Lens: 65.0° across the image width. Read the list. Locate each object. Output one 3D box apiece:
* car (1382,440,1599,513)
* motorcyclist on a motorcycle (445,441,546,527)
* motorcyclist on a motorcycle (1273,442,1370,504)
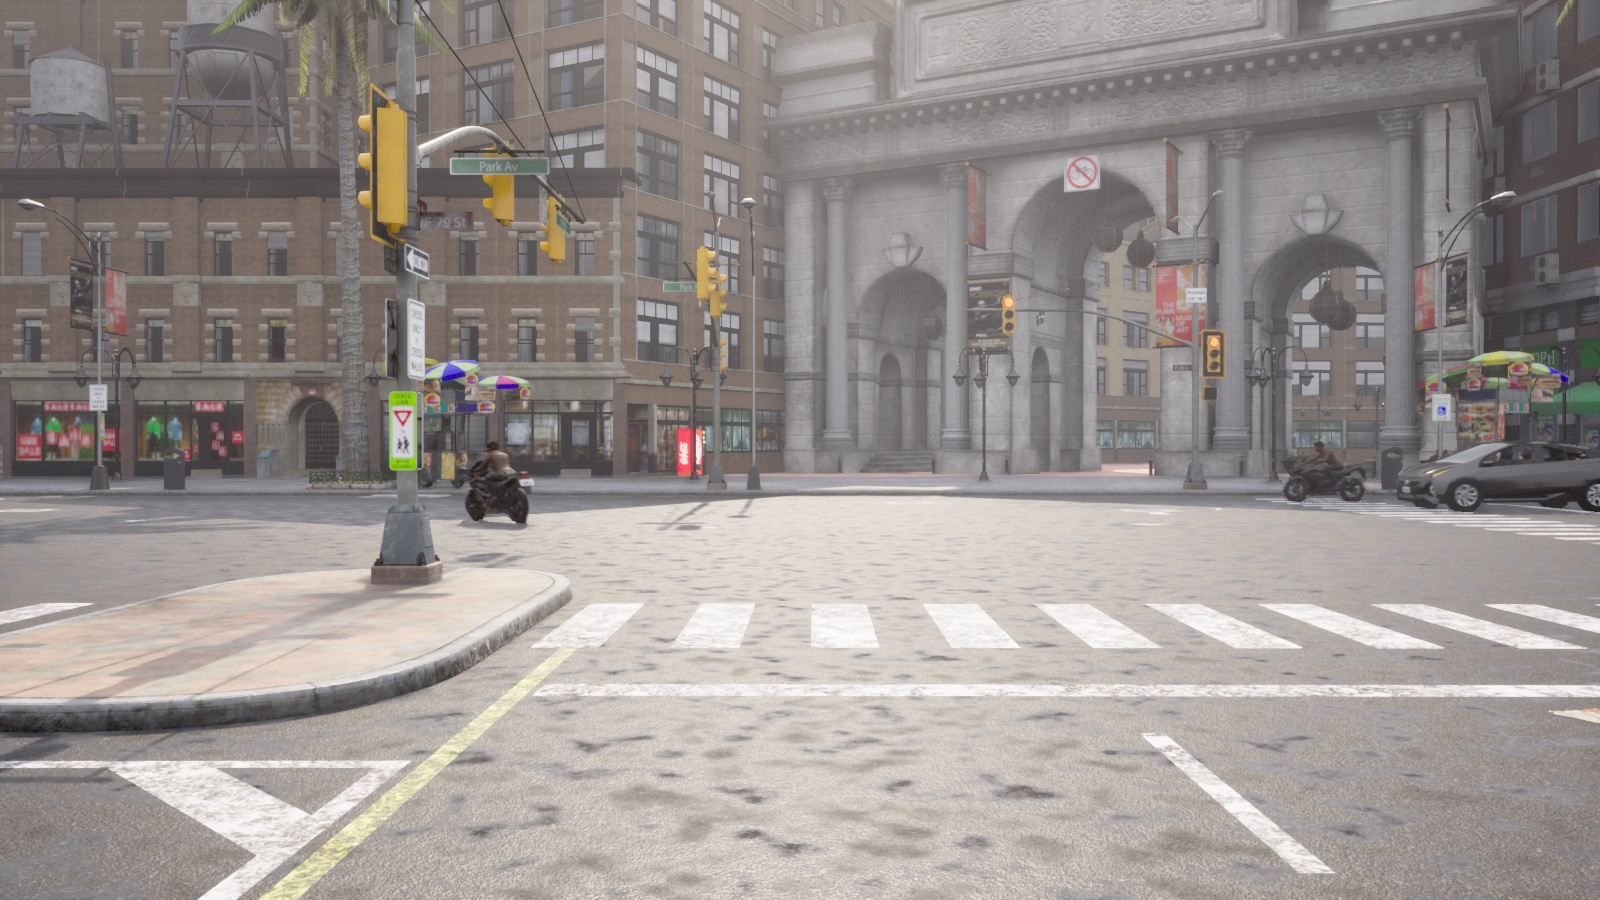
[{"bbox_3d":[15.463,0.550,27.507,4.514,1.525,2.007,0,0,1],"label":"car"},{"bbox_3d":[-5.679,0.592,23.356,2.044,1.523,0.797,0,1,43],"label":"motorcyclist on a motorcycle"},{"bbox_3d":[12.877,0.564,31.043,2.044,1.523,0.797,0,0,1],"label":"motorcyclist on a motorcycle"}]
